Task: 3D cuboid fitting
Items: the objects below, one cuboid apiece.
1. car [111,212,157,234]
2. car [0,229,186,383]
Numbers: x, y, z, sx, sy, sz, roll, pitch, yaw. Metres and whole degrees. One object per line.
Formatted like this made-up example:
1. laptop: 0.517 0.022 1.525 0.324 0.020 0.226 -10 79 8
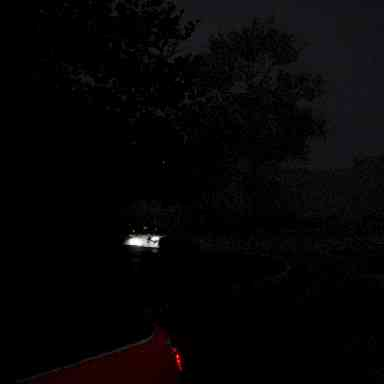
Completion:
1. car: -3.865 1.934 20.862 1.994 1.385 4.181 -1 -1 -36
2. car: -2.247 1.343 2.041 4.553 1.767 2.097 1 0 -35
